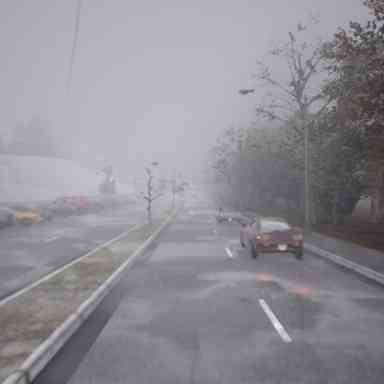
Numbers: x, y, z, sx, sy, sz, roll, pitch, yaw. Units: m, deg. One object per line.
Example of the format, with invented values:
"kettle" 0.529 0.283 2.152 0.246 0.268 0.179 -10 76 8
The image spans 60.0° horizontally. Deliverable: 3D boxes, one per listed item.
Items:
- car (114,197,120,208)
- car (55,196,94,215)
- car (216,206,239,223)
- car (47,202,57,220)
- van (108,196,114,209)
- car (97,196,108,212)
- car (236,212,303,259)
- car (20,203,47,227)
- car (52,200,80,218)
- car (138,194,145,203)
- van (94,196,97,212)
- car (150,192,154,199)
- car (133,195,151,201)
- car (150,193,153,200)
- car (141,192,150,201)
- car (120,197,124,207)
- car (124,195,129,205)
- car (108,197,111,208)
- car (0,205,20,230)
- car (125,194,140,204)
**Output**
"car" -13.881 1.659 51.011 4.553 1.767 2.185 -1 0 -20
"car" -13.931 1.547 36.071 5.566 2.045 2.435 -1 0 -20
"car" 3.050 1.892 28.675 1.895 1.301 4.718 0 0 0
"car" -13.870 1.809 27.143 4.792 1.488 2.163 -1 -1 -20
"van" -14.019 1.563 47.975 4.442 1.987 1.878 -1 0 -20
"car" -13.883 1.541 42.067 5.566 2.045 2.435 -1 0 -20
"car" 3.060 1.705 13.383 1.812 1.442 4.674 0 -1 1
"car" -13.724 1.760 24.216 5.366 1.575 1.946 -1 -1 -20
"car" -13.896 1.834 33.100 4.674 1.452 2.002 -1 0 -20
"car" -14.092 1.759 74.931 5.366 1.575 1.946 -1 0 -20
"van" -13.798 1.568 39.114 4.442 1.987 1.878 -1 0 -20
"car" -13.956 1.421 90.003 5.566 2.045 2.435 -1 1 -20
"car" -13.954 1.669 93.005 4.792 1.488 2.163 -1 1 -20
"car" -13.754 1.693 87.078 5.366 1.575 1.946 -1 0 -20
"car" -13.900 1.490 81.023 5.566 2.045 2.435 -1 0 -20
"car" -13.906 1.822 53.983 4.674 1.452 2.002 -1 0 -20
"car" -13.886 1.808 57.002 4.792 1.488 2.163 -1 0 -20
"car" -13.900 1.791 45.036 4.892 1.521 2.231 -1 0 -20
"car" -13.921 1.778 21.146 4.792 1.488 2.163 -1 0 -20
"car" -13.892 1.797 69.008 4.792 1.488 2.163 -1 0 -20
